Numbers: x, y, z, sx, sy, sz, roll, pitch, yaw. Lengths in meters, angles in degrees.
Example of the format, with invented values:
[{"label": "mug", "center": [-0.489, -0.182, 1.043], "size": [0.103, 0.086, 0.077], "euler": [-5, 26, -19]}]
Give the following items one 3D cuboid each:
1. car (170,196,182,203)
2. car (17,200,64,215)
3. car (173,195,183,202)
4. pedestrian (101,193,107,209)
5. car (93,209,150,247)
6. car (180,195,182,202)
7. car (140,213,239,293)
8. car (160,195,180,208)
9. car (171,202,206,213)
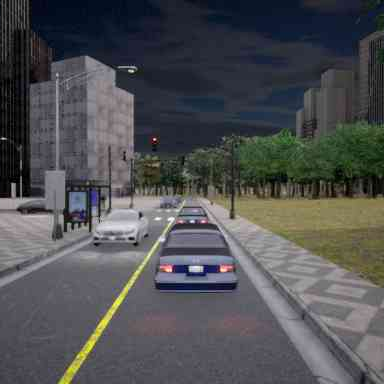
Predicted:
[{"label": "car", "center": [-3.137, 1.484, 65.961], "size": [1.994, 1.385, 4.181], "euler": [0, 0, 1]}, {"label": "car", "center": [-14.395, 1.477, 32.060], "size": [4.674, 1.442, 1.812], "euler": [0, 1, 2]}, {"label": "car", "center": [-3.166, 1.400, 76.824], "size": [2.128, 1.511, 4.902], "euler": [0, 0, 0]}, {"label": "pedestrian", "center": [-10.138, 1.050, 38.174], "size": [0.375, 1.860, 0.375], "euler": [0, 0, 1]}, {"label": "car", "center": [-3.061, 1.519, 15.225], "size": [1.812, 1.442, 4.674], "euler": [0, 0, 1]}, {"label": "car", "center": [-3.168, 1.431, 55.225], "size": [2.128, 1.511, 4.902], "euler": [0, 0, 0]}, {"label": "car", "center": [0.080, 1.545, 8.987], "size": [2.033, 1.411, 5.357], "euler": [0, 0, 0]}, {"label": "car", "center": [-3.161, 1.307, 45.951], "size": [2.097, 1.767, 4.553], "euler": [0, 0, 0]}, {"label": "car", "center": [0.050, 1.538, 19.322], "size": [2.033, 1.411, 5.357], "euler": [0, 0, 1]}]
